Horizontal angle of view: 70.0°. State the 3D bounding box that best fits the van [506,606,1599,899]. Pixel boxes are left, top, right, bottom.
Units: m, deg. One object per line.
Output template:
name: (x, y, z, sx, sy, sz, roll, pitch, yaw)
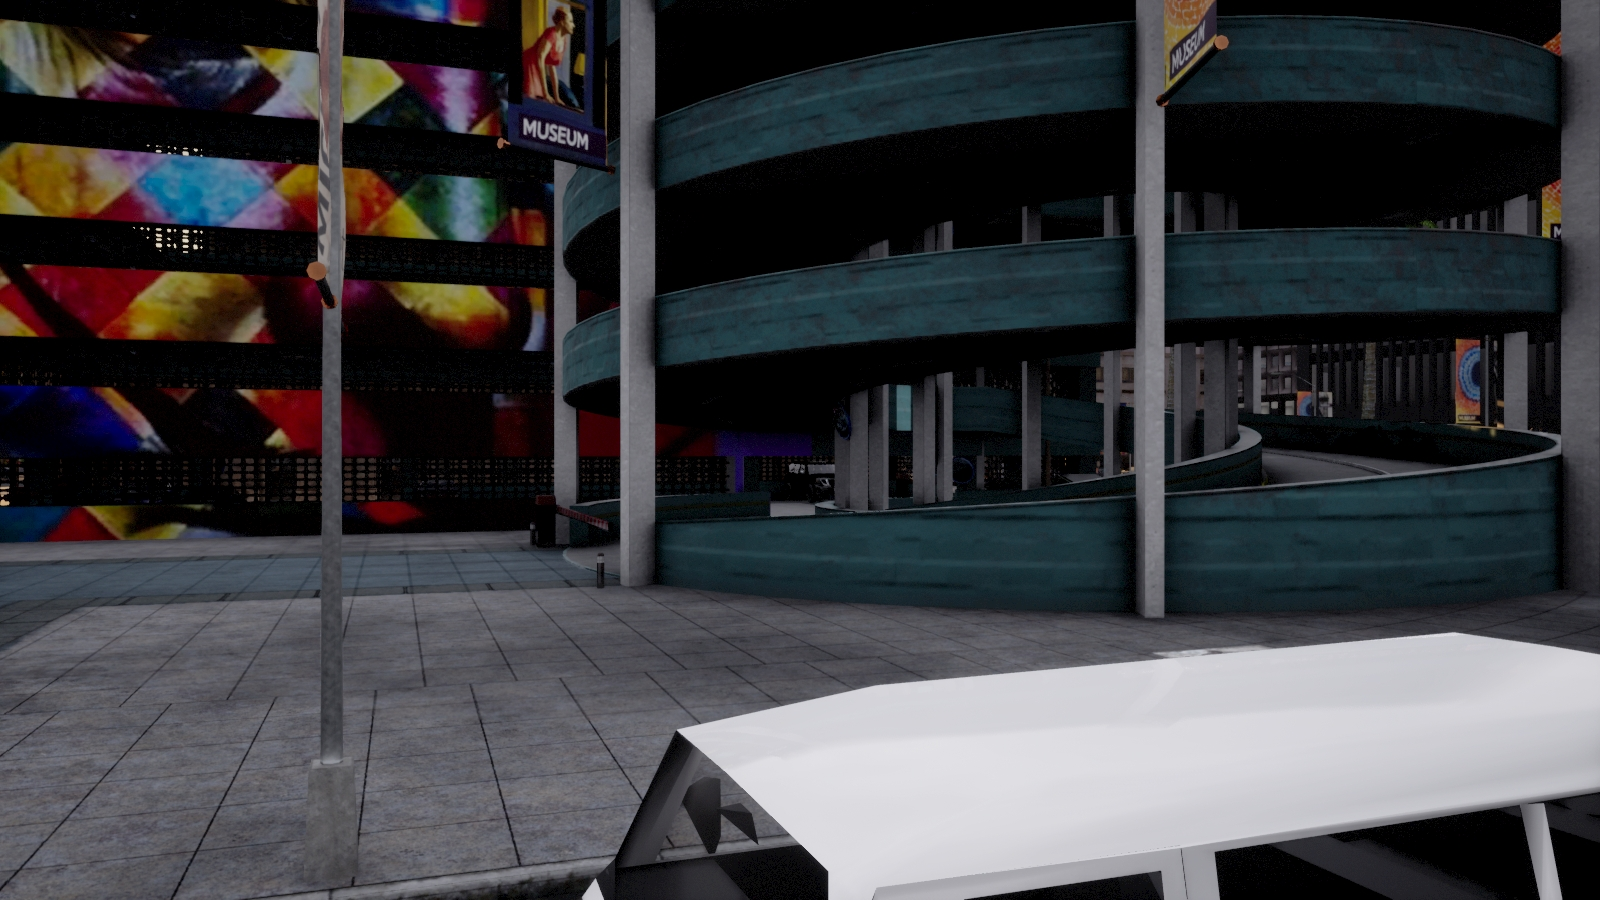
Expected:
van: (1.425, 1.783, 3.850, 4.480, 2.038, 2.069, 0, 0, -21)
